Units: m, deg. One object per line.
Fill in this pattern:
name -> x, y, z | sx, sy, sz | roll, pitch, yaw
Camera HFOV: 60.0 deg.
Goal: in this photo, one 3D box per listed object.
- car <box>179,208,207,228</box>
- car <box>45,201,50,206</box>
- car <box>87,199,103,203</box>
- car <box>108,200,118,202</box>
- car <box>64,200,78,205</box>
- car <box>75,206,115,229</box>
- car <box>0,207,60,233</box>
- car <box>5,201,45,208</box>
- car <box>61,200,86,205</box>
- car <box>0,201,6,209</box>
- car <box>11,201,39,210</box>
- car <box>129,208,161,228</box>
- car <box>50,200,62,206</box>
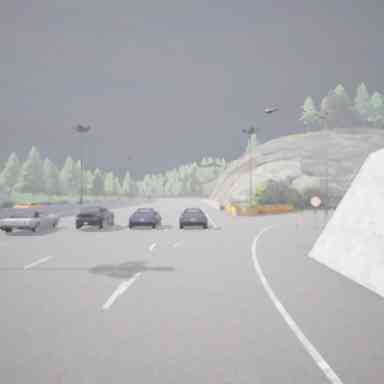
car -> 0.097, 1.881, 24.754 | 1.994, 1.385, 4.181 | 0, -1, 0
car -> -31.507, 2.502, 71.265 | 1.895, 1.301, 4.718 | 0, -1, 0
car -> -21.007, 2.440, 73.868 | 1.837, 1.490, 4.892 | 0, -1, 0
car -> -21.008, 2.678, 89.236 | 1.895, 1.301, 4.718 | 0, -1, 0
car -> -31.508, 2.698, 86.798 | 1.895, 1.301, 4.718 | 0, -1, 0
car -> -6.902, 1.814, 24.079 | 1.837, 1.490, 4.892 | 0, 0, 0
car -> -10.403, 1.879, 21.781 | 1.895, 1.301, 4.718 | 0, -1, 0
car -> -21.085, 2.017, 42.337 | 1.882, 1.535, 5.008 | 0, -1, 0
car -> -21.019, 2.280, 59.283 | 1.812, 1.442, 4.674 | 0, -1, 0
car -> -31.536, 2.203, 55.595 | 2.128, 1.511, 4.902 | 0, -1, 1
car -> -28.026, 2.260, 55.998 | 2.033, 1.411, 5.357 | 0, -1, 1
car -> -3.404, 1.880, 24.694 | 1.994, 1.385, 4.181 | 0, -1, 0
car -> -28.007, 2.407, 71.338 | 1.837, 1.490, 4.892 | 0, -1, 0
